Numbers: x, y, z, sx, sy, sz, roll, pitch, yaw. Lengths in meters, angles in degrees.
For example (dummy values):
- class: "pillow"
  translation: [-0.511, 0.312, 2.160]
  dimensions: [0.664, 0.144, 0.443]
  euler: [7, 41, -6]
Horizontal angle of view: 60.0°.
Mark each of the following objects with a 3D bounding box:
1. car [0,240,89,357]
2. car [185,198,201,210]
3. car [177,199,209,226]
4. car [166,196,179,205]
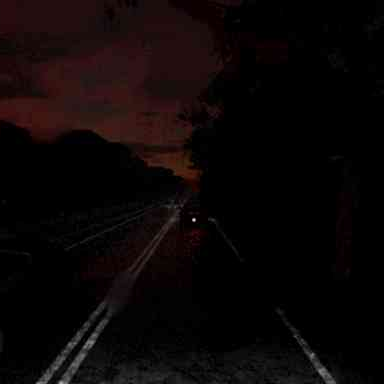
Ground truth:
- class: "car"
  translation: [-3.349, 1.575, 5.587]
  dimensions: [1.895, 1.301, 4.718]
  euler: [0, 0, 0]
- class: "car"
  translation: [0.162, 1.523, 42.093]
  dimensions: [1.895, 1.301, 4.718]
  euler: [0, 0, 0]
- class: "car"
  translation: [0.125, 1.456, 23.035]
  dimensions: [1.837, 1.490, 4.892]
  euler: [0, 1, 0]
- class: "car"
  translation: [-3.180, 1.389, 55.791]
  dimensions: [2.128, 1.511, 4.902]
  euler: [0, 0, 1]
